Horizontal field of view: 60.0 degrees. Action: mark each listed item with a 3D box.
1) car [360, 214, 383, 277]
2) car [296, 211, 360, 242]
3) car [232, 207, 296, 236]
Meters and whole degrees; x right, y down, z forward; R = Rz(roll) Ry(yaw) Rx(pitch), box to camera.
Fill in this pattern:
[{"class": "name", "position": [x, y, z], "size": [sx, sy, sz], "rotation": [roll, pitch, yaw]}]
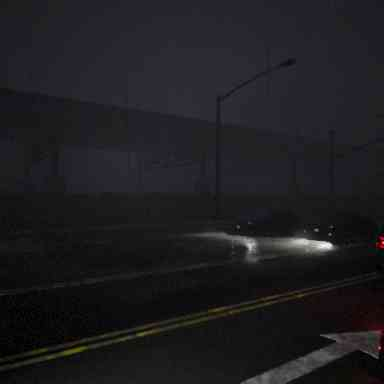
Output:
[{"class": "car", "position": [6.830, 1.307, 8.214], "size": [5.566, 2.045, 2.150], "rotation": [0, 0, -32]}, {"class": "car", "position": [7.750, 1.691, 17.294], "size": [4.181, 1.385, 1.994], "rotation": [1, 0, -33]}, {"class": "car", "position": [4.484, 1.638, 19.355], "size": [4.674, 1.442, 1.812], "rotation": [1, 0, -33]}]
